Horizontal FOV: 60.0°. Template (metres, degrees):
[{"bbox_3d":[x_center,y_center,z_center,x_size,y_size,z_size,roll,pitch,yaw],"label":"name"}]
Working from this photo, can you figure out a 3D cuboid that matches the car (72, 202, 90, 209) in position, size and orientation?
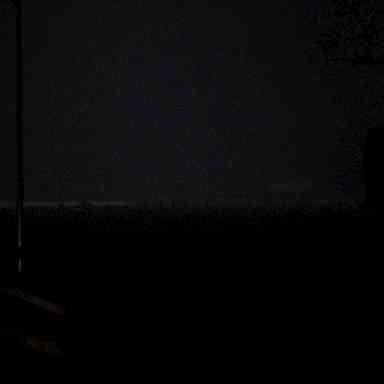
[{"bbox_3d":[-23.495,2.865,70.861,1.812,1.442,4.674,-1,-1,17],"label":"car"}]
